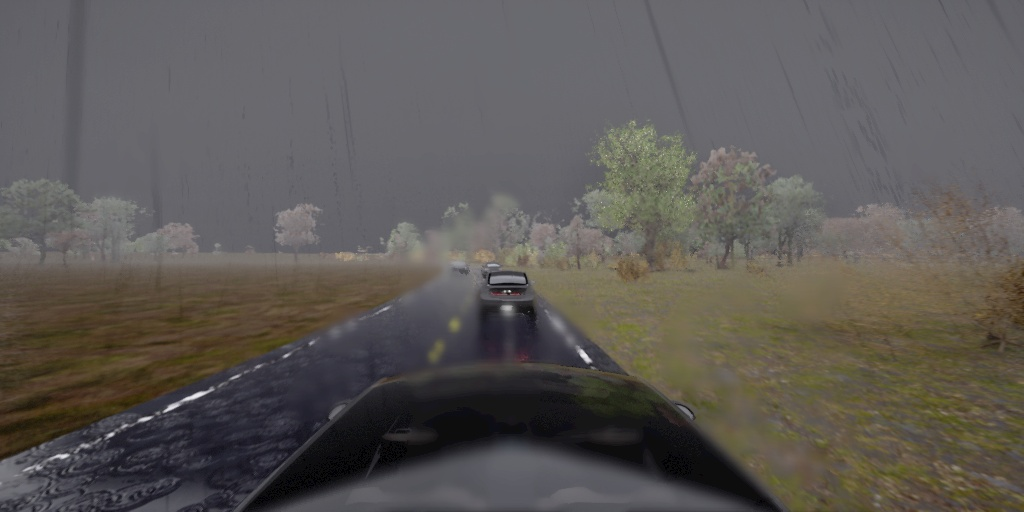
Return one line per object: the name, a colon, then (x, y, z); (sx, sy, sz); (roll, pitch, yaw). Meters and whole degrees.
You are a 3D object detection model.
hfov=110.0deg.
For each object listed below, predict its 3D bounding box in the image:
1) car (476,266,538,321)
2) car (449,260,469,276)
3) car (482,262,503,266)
car: (-0.193, 1.255, 12.556); (1.837, 1.490, 4.892); (0, 0, -2)
car: (-5.649, 1.233, 38.506); (1.882, 1.535, 5.008); (0, 0, -8)
car: (-1.792, 1.276, 33.277); (1.812, 1.442, 4.674); (0, 0, -6)
